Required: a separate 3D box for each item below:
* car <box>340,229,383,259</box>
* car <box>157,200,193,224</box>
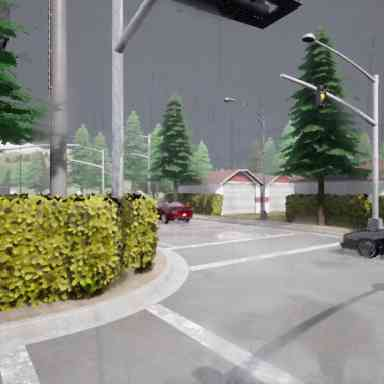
[{"bbox_3d":[7.520,1.500,10.281,2.033,1.411,5.357,0,-1,-36],"label":"car"},{"bbox_3d":[-1.919,1.304,23.395,1.882,1.535,5.008,-1,1,-35],"label":"car"}]
